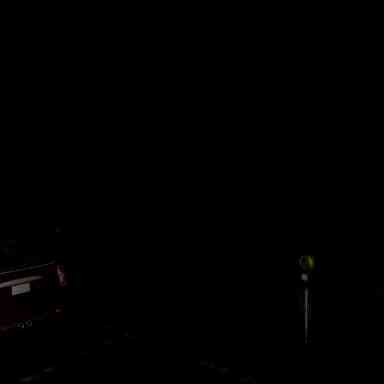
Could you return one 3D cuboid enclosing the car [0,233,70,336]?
[{"bbox_3d":[-4.079,1.440,5.988,4.097,1.590,1.967,0,0,36],"label":"car"}]
